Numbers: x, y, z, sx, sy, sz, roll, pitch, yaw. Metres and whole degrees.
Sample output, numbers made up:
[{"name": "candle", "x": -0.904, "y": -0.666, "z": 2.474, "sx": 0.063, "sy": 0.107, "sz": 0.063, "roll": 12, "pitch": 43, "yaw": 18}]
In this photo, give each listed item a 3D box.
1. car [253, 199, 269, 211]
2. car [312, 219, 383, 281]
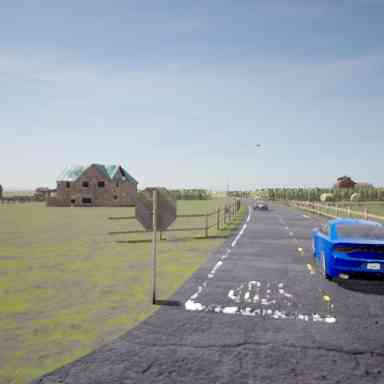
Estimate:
[{"name": "car", "x": 9.348, "y": 1.705, "z": 45.430, "sx": 2.128, "sy": 1.511, "sz": 4.902, "roll": 0, "pitch": 0, "yaw": 10}, {"name": "car", "x": 4.749, "y": 1.541, "z": 9.902, "sx": 1.882, "sy": 1.535, "sz": 5.008, "roll": 0, "pitch": 0, "yaw": 15}]
